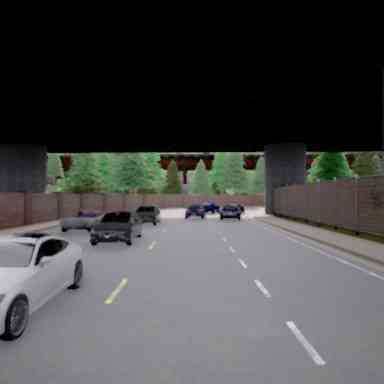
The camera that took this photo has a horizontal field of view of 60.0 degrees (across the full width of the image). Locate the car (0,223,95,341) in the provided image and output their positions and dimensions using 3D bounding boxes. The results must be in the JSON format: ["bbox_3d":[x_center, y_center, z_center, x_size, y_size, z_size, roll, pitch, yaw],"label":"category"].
[{"bbox_3d":[-3.627,1.616,6.796,1.812,1.442,4.674,0,-1,0],"label":"car"}]

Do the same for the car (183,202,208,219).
[{"bbox_3d":[0.351,1.953,33.845,1.812,1.442,4.674,0,-1,5],"label":"car"}]

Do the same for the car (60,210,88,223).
[{"bbox_3d":[-7.107,1.888,22.232,1.895,1.301,4.718,0,-1,0],"label":"car"}]

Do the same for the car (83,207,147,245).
[{"bbox_3d":[-3.663,1.721,16.779,1.837,1.490,4.892,0,-1,0],"label":"car"}]

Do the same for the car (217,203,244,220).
[{"bbox_3d":[3.684,1.970,32.358,1.994,1.385,4.181,0,-1,5],"label":"car"}]

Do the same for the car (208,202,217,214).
[{"bbox_3d":[2.382,2.030,43.927,1.882,1.535,5.008,0,-1,17],"label":"car"}]

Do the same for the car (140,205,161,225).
[{"bbox_3d":[-3.629,1.851,27.122,1.837,1.490,4.892,0,-1,1],"label":"car"}]
